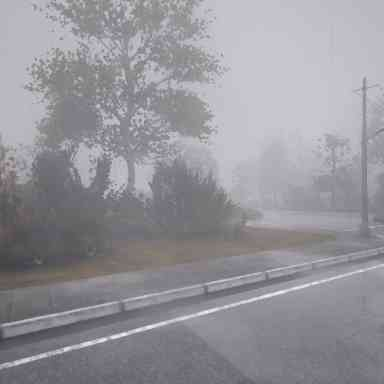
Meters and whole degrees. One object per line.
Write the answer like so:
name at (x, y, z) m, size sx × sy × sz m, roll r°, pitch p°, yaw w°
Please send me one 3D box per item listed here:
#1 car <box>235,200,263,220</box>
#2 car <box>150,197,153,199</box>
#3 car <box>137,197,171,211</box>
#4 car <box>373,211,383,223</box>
car at (3.767, 1.497, 28.115) m, size 2.097 × 1.767 × 4.553 m, roll 0°, pitch -1°, yaw -41°
car at (-5.079, 1.761, 47.636) m, size 5.566 × 2.045 × 2.150 m, roll -2°, pitch -1°, yaw 42°
car at (-6.088, 1.849, 53.064) m, size 5.566 × 2.045 × 2.150 m, roll -2°, pitch -1°, yaw 40°
car at (14.609, 1.570, 21.070) m, size 5.357 × 1.411 × 2.033 m, roll 0°, pitch 0°, yaw 42°
